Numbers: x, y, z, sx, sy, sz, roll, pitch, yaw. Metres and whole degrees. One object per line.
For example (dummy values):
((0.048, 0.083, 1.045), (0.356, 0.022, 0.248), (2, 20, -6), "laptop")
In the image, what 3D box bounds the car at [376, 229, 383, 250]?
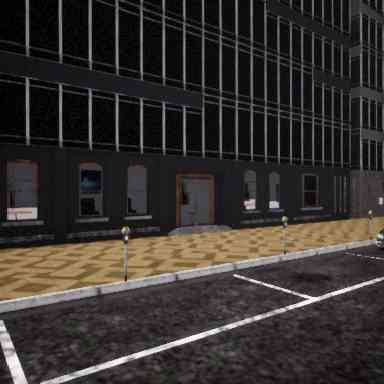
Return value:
((8.819, 1.542, 12.851), (4.403, 1.369, 2.008), (0, 0, -36), "car")
